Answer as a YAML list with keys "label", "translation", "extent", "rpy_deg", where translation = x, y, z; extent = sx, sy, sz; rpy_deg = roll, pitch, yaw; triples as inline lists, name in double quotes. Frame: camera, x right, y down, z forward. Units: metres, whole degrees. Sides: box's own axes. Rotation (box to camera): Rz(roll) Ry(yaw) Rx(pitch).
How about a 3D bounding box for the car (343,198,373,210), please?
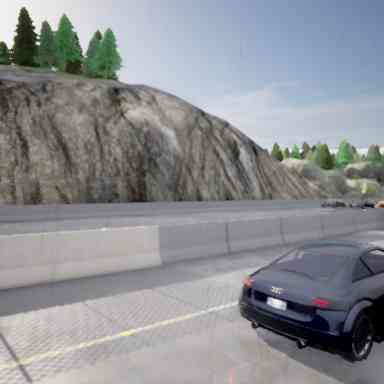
- label: "car"
  translation: [23.411, 1.598, 45.746]
  extent: [4.902, 1.511, 2.128]
  rpy_deg: [0, 0, -39]

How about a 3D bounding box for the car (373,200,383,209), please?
- label: "car"
  translation: [25.936, 1.459, 43.290]
  extent: [4.553, 1.767, 2.097]
  rpy_deg: [0, 0, -39]

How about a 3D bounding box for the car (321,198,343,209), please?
- label: "car"
  translation: [20.437, 1.629, 47.836]
  extent: [4.674, 1.442, 1.812]
  rpy_deg: [1, 0, -39]

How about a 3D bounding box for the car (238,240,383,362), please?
- label: "car"
  translation: [2.802, 1.577, 5.998]
  extent: [4.181, 1.385, 1.994]
  rpy_deg: [0, 0, -38]
